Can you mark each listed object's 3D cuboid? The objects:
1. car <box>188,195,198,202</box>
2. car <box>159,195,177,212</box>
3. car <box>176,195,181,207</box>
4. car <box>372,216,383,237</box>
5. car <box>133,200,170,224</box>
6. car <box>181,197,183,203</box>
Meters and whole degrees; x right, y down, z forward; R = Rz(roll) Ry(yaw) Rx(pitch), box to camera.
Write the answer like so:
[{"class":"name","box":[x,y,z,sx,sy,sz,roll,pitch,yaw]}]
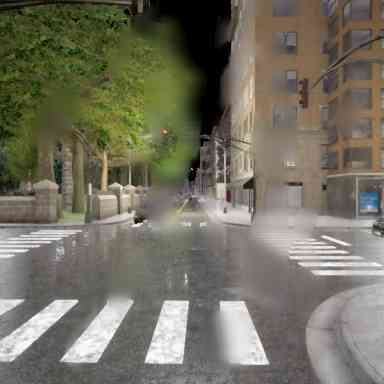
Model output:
[{"class":"car","box":[0.198,1.424,70.777,1.812,1.442,4.674,0,0,0]},{"class":"car","box":[-3.014,1.469,37.423,1.837,1.490,4.892,0,1,0]},{"class":"car","box":[-2.980,1.446,49.729,1.837,1.490,4.892,0,0,0]},{"class":"car","box":[11.003,1.366,15.589,4.553,1.767,2.097,0,0,0]},{"class":"car","box":[-3.060,1.536,24.710,2.033,1.411,5.357,0,0,0]},{"class":"car","box":[-2.854,1.352,64.996,2.128,1.511,4.902,0,0,0]}]
